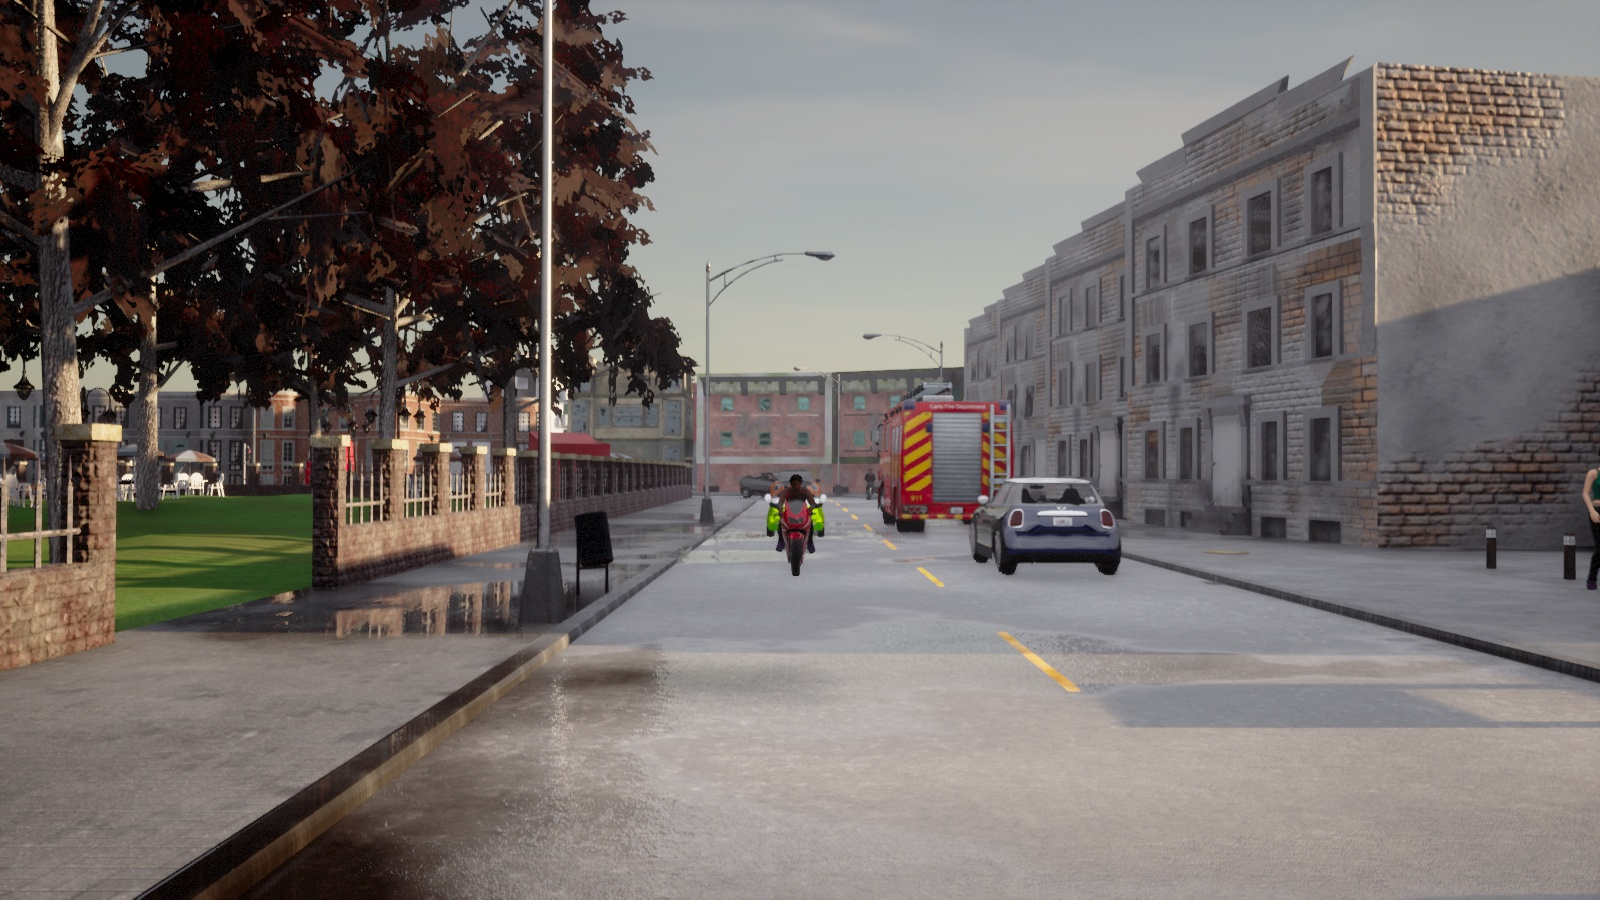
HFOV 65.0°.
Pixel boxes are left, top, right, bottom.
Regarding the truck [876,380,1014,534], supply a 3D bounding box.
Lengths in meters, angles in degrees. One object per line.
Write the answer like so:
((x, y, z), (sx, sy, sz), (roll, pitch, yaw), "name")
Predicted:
((3.881, 0.242, 35.643), (2.891, 3.827, 8.468), (0, -1, 0), "truck")

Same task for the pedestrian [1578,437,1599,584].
((10.127, 0.753, 15.763), (0.345, 1.836, 0.594), (0, -1, 4), "pedestrian")

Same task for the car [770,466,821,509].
((-0.187, 1.598, 54.211), (2.097, 1.767, 4.553), (0, -1, 0), "car")

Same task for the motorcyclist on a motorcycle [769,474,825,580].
((-0.052, 1.123, 19.090), (0.797, 1.523, 2.044), (0, -1, 0), "motorcyclist on a motorcycle")

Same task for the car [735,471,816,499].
((-1.410, 1.975, 70.823), (2.007, 1.525, 4.514), (1, -2, -43), "car")

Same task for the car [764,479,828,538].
((-0.093, 1.388, 30.379), (1.481, 1.376, 2.207), (0, -1, 0), "car")

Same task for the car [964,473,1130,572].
((3.943, 1.118, 20.721), (1.970, 1.475, 3.806), (0, -1, 0), "car")

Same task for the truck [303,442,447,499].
((-26.336, 1.269, 78.091), (7.936, 3.462, 2.891), (0, -1, 0), "truck")
